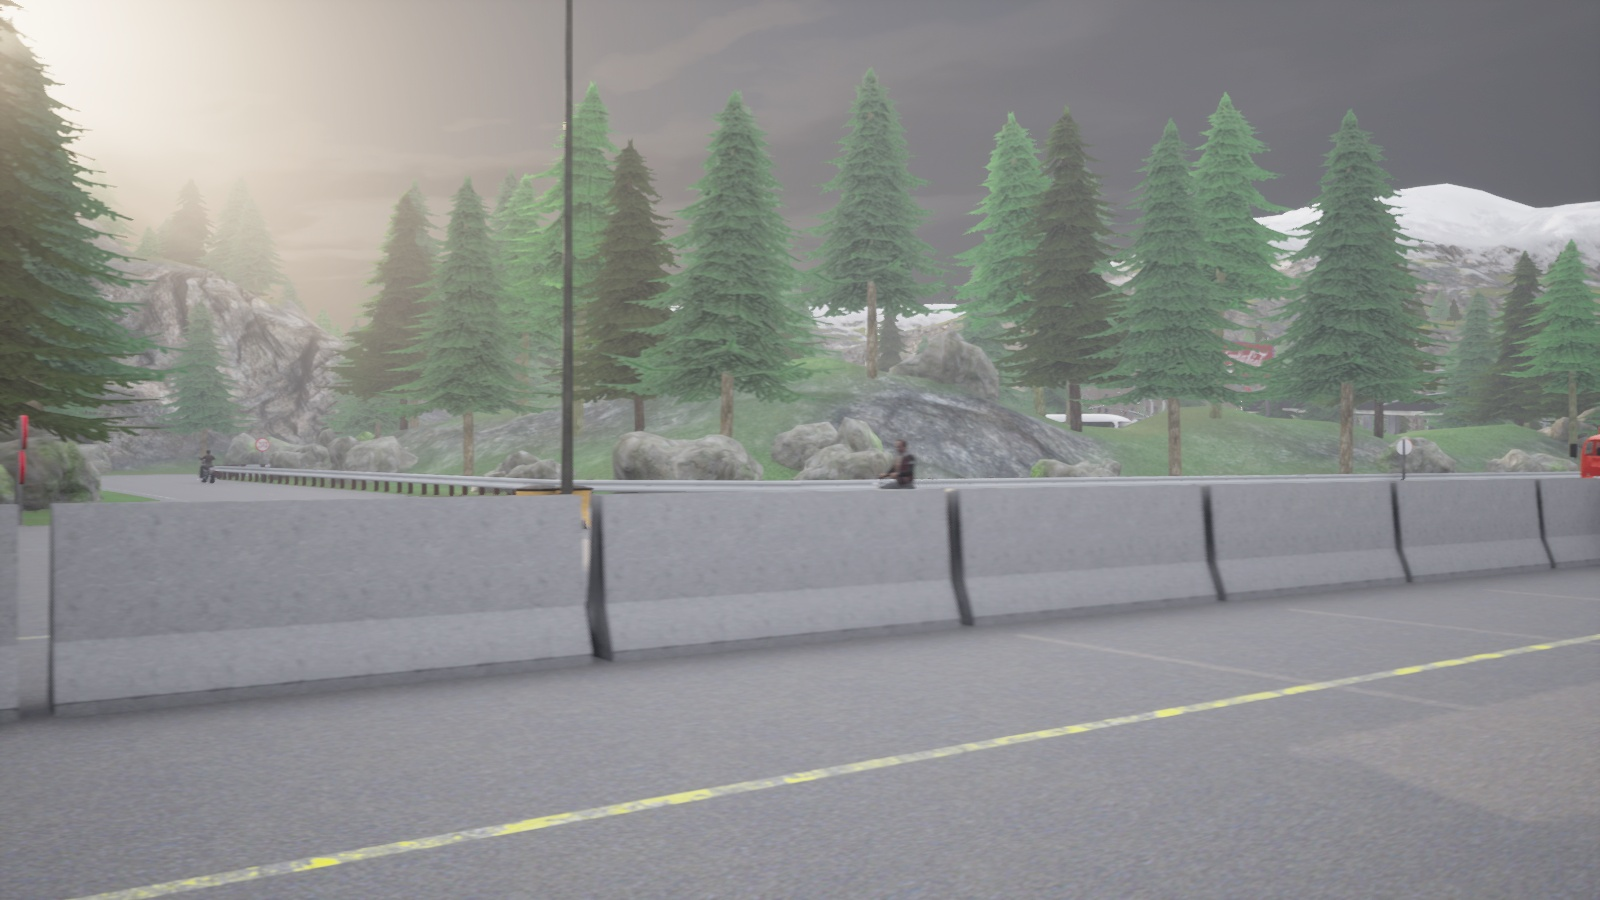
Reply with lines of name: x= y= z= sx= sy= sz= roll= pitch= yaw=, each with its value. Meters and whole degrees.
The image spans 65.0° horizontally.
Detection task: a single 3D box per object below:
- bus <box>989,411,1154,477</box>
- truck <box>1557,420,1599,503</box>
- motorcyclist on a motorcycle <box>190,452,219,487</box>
bus: x=18.429 y=-0.394 z=85.657 sx=10.273 sy=4.253 sz=3.944 roll=0 pitch=0 yaw=33
truck: x=26.028 y=0.362 z=38.756 sx=5.204 sy=2.467 sz=2.627 roll=1 pitch=-1 yaw=-34
motorcyclist on a motorcycle: x=-28.369 y=0.911 z=59.829 sx=0.766 sy=1.649 sz=2.350 roll=0 pitch=0 yaw=-38
